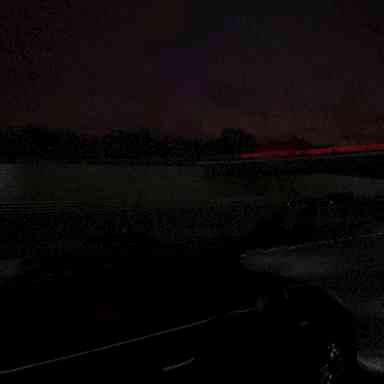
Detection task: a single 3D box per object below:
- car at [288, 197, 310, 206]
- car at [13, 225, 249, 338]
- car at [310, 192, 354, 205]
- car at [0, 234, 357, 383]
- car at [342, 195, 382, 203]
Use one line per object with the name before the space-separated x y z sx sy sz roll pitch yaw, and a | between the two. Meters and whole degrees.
car | 13.315 1.338 39.296 4.892 1.490 1.837 0 0 -35
car | -1.115 1.585 7.252 4.718 1.301 1.895 0 0 -36
car | 15.984 1.051 36.903 5.566 2.045 2.150 0 0 -35
car | -0.232 1.342 3.581 4.553 1.767 2.097 0 0 -35
car | 17.730 1.336 33.847 4.892 1.490 1.837 0 0 -35
